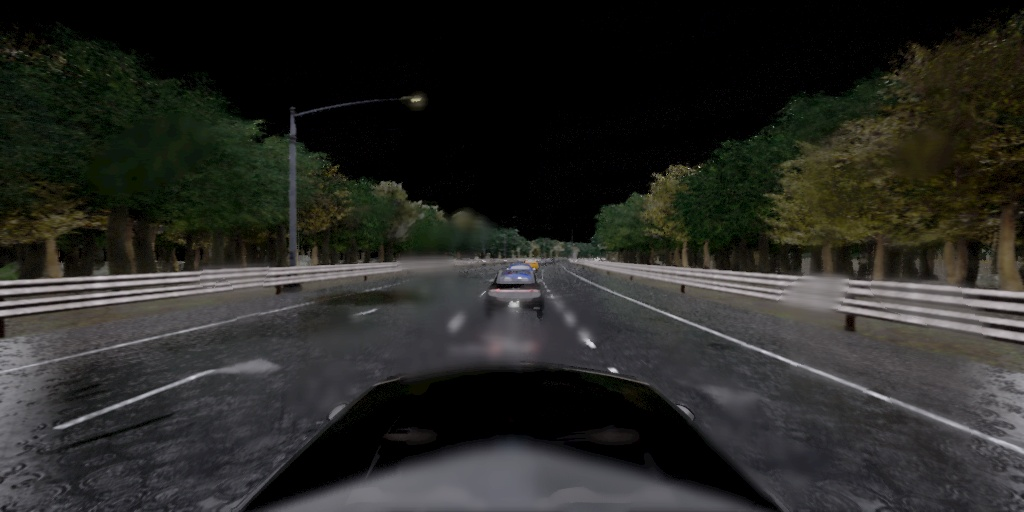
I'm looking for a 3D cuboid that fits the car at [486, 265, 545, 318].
[{"bbox_3d":[0.159,1.250,12.971,2.128,1.511,4.902,0,0,2],"label":"car"}]

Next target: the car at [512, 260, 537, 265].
[{"bbox_3d":[0.621,1.263,25.069,1.882,1.535,5.008,0,0,3],"label":"car"}]

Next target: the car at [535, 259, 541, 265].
[{"bbox_3d":[2.823,1.292,52.485,1.882,1.535,5.008,0,0,6],"label":"car"}]
